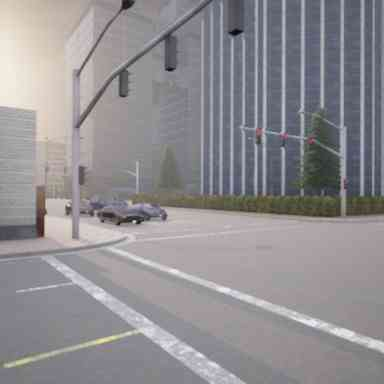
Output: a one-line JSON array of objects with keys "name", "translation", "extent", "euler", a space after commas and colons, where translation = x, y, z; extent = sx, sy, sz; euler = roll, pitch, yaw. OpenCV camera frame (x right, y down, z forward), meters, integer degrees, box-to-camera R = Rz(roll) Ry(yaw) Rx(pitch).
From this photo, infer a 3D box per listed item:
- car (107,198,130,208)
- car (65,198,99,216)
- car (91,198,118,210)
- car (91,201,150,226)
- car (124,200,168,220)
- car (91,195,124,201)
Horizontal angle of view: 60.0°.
[{"name": "car", "translation": [-11.473, 1.734, 51.712], "extent": [1.994, 1.385, 4.181], "euler": [0, 0, -36]}, {"name": "car", "translation": [-11.188, 1.616, 32.981], "extent": [1.837, 1.490, 4.892], "euler": [0, 0, -36]}, {"name": "car", "translation": [-12.405, 1.642, 47.007], "extent": [2.128, 1.511, 4.902], "euler": [0, 0, -36]}, {"name": "car", "translation": [-5.523, 1.658, 25.067], "extent": [2.033, 1.411, 5.357], "euler": [0, 0, -36]}, {"name": "car", "translation": [-3.926, 1.656, 28.879], "extent": [1.812, 1.442, 4.674], "euler": [0, 0, -36]}, {"name": "car", "translation": [-9.582, 1.352, 36.756], "extent": [2.150, 2.045, 5.566], "euler": [0, 0, -36]}]
